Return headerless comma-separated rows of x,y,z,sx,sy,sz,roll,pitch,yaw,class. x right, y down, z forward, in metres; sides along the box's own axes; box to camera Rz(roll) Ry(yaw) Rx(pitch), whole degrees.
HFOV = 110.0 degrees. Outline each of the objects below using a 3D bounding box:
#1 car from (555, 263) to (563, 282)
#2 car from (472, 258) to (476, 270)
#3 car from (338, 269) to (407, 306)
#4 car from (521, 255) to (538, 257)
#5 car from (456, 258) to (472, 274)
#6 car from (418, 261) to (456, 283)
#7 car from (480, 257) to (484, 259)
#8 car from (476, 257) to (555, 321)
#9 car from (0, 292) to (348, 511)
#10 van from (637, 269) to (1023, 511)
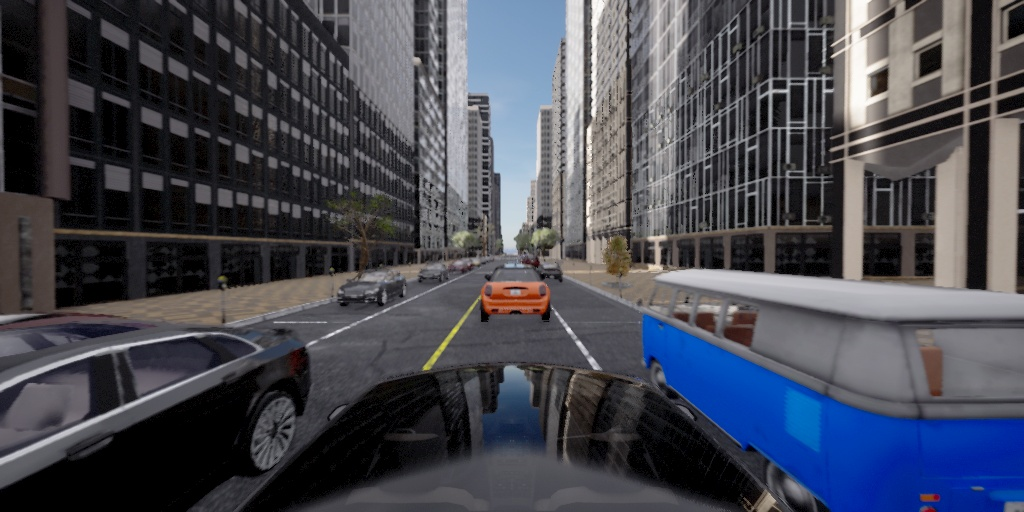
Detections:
2.694,1.167,26.441,2.007,1.370,4.403,0,0,0,car
-5.682,0.961,43.494,1.967,1.591,4.097,0,0,0,car
-5.690,1.227,15.077,2.007,1.370,4.403,0,0,0,car
2.700,0.807,49.176,2.192,1.841,5.009,0,0,0,car
-5.684,1.134,37.811,1.802,1.307,4.207,0,0,0,car
-5.687,1.165,26.443,2.007,1.370,4.403,0,0,0,car
-5.679,0.984,54.692,1.751,1.417,4.829,0,0,0,car
0.102,1.044,12.375,2.097,1.767,4.553,0,0,0,car
-3.101,1.239,1.939,2.128,1.511,4.902,0,0,0,car
2.688,1.081,3.707,1.690,1.789,3.998,0,0,0,van
